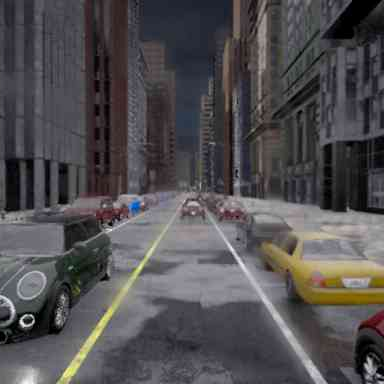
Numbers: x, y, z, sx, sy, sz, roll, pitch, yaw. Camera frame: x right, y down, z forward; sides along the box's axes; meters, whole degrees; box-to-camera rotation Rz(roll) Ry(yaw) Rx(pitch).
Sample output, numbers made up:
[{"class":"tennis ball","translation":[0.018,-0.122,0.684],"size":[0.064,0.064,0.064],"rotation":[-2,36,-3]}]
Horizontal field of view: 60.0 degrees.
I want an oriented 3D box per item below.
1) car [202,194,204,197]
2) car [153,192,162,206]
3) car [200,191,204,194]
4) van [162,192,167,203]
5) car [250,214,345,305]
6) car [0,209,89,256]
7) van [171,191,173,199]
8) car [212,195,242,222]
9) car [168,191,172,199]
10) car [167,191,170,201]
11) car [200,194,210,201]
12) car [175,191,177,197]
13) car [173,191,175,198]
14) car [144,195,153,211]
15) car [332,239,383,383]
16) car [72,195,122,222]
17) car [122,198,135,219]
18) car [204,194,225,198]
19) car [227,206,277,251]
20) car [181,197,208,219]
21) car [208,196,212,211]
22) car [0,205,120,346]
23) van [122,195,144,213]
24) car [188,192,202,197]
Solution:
[{"class":"car","translation":[2.758,1.257,47.194],"size":[1.947,1.339,4.313],"rotation":[0,0,0]},{"class":"car","translation":[-5.767,1.130,47.185],"size":[1.967,1.590,4.097],"rotation":[0,0,0]},{"class":"car","translation":[2.757,1.058,58.465],"size":[1.967,1.590,4.097],"rotation":[0,0,0]},{"class":"van","translation":[-5.768,0.958,58.457],"size":[1.690,1.788,3.998],"rotation":[0,0,0]},{"class":"car","translation":[2.760,1.473,7.911],"size":[1.752,1.417,4.829],"rotation":[0,0,0]},{"class":"car","translation":[-5.765,1.477,13.366],"size":[1.947,1.339,4.313],"rotation":[0,0,0]},{"class":"van","translation":[-5.770,0.853,75.366],"size":[1.690,1.788,3.998],"rotation":[0,0,0]},{"class":"car","translation":[2.759,1.278,24.648],"size":[1.967,1.590,4.097],"rotation":[0,0,0]},{"class":"car","translation":[-5.768,1.097,69.731],"size":[2.008,1.369,4.403],"rotation":[0,0,0]},{"class":"car","translation":[-5.768,1.108,63.925],"size":[1.752,1.417,4.829],"rotation":[0,0,0]},{"class":"car","translation":[2.757,1.113,69.738],"size":[1.947,1.339,4.313],"rotation":[0,0,0]},{"class":"car","translation":[-5.770,0.759,86.639],"size":[2.192,1.841,5.009],"rotation":[0,0,0]},{"class":"car","translation":[-5.770,0.918,81.003],"size":[1.967,1.590,4.097],"rotation":[0,0,0]},{"class":"car","translation":[-5.767,1.204,35.911],"size":[1.967,1.590,4.097],"rotation":[0,0,0]},{"class":"car","translation":[2.760,1.426,2.104],"size":[1.967,1.590,4.097],"rotation":[0,0,0]},{"class":"car","translation":[-5.766,1.189,19.000],"size":[2.192,1.841,5.009],"rotation":[0,0,0]},{"class":"car","translation":[-5.766,1.382,24.639],"size":[1.887,1.381,4.507],"rotation":[0,0,0]},{"class":"car","translation":[2.758,1.079,35.920],"size":[2.192,1.841,5.009],"rotation":[0,0,0]},{"class":"car","translation":[2.760,1.462,13.377],"size":[2.008,1.369,4.403],"rotation":[0,0,0]},{"class":"car","translation":[0.099,1.351,26.477],"size":[1.812,1.442,4.674],"rotation":[0,0,0]},{"class":"car","translation":[2.759,1.367,30.285],"size":[1.947,1.339,4.313],"rotation":[0,0,0]},{"class":"car","translation":[-3.059,1.306,6.618],"size":[2.097,1.767,4.553],"rotation":[0,1,0]},{"class":"van","translation":[-5.767,1.142,30.274],"size":[1.690,1.788,3.998],"rotation":[0,0,0]},{"class":"car","translation":[0.097,1.208,45.639],"size":[1.837,1.490,4.892],"rotation":[0,1,0]}]
